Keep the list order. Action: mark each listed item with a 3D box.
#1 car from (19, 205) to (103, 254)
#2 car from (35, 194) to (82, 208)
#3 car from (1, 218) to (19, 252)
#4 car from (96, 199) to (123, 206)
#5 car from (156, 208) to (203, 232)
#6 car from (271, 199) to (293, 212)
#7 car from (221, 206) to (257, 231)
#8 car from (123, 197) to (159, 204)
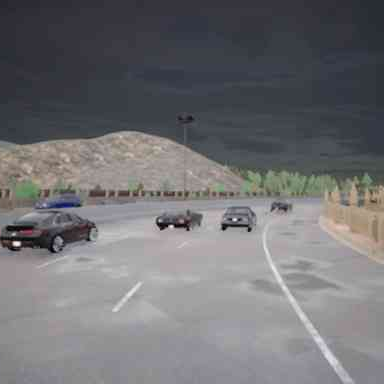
[{"bbox_3d":[-5.596,1.519,13.715,1.837,1.490,4.892,0,0,9],"label":"car"},{"bbox_3d":[-14.331,1.263,36.191,2.150,2.045,5.566,0,-1,20],"label":"car"},{"bbox_3d":[-3.306,1.209,1.344,2.150,2.045,5.566,0,0,1],"label":"car"},{"bbox_3d":[-9.366,1.566,39.226,2.128,1.511,4.902,0,0,22],"label":"car"},{"bbox_3d":[-0.633,1.661,20.776,1.895,1.301,4.718,0,0,14],"label":"car"},{"bbox_3d":[11.104,1.685,40.985,1.837,1.490,4.892,0,0,29],"label":"car"},{"bbox_3d":[3.083,1.628,21.287,2.033,1.411,5.357,0,0,15],"label":"car"},{"bbox_3d":[-5.617,1.441,39.129,2.097,1.767,4.553,0,0,23],"label":"car"}]
